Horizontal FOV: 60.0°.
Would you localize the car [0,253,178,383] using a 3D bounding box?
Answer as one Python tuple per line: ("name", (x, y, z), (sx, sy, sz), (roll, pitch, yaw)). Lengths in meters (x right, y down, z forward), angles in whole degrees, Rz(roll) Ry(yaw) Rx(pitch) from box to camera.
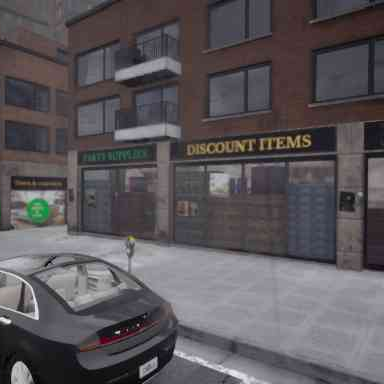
("car", (-2.215, 1.550, 4.664), (4.403, 1.369, 2.008), (0, 1, 36))
